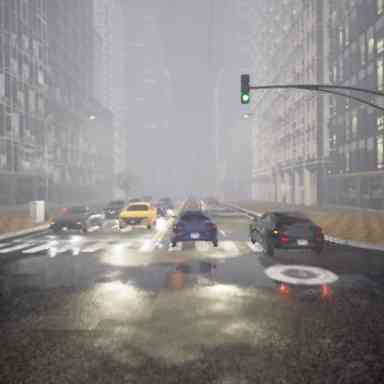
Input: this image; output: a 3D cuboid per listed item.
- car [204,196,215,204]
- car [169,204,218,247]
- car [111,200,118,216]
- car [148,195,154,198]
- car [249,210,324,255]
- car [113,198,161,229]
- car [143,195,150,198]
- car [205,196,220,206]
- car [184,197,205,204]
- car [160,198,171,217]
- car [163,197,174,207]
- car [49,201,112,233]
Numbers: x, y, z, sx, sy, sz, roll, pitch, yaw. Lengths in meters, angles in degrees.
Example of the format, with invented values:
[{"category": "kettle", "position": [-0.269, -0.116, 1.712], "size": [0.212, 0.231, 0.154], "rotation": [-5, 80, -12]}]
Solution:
[{"category": "car", "position": [3.264, 1.391, 62.706], "size": [1.994, 1.385, 4.181], "rotation": [-1, 0, 0]}, {"category": "car", "position": [0.104, 1.429, 14.356], "size": [1.812, 1.442, 4.674], "rotation": [0, 0, 0]}, {"category": "car", "position": [-6.579, 1.468, 29.632], "size": [1.837, 1.490, 4.892], "rotation": [-1, 0, 0]}, {"category": "car", "position": [-6.493, 1.294, 48.910], "size": [2.097, 1.767, 4.553], "rotation": [-1, 0, 0]}, {"category": "car", "position": [3.353, 1.388, 12.392], "size": [1.812, 1.442, 4.674], "rotation": [0, -1, 0]}, {"category": "car", "position": [-3.346, 1.417, 21.286], "size": [1.882, 1.535, 5.008], "rotation": [-1, 0, 0]}, {"category": "car", "position": [-6.519, 1.458, 38.986], "size": [1.837, 1.490, 4.892], "rotation": [-1, 0, 0]}, {"category": "car", "position": [3.261, 1.443, 52.536], "size": [1.895, 1.301, 4.718], "rotation": [-1, 0, 0]}, {"category": "car", "position": [0.107, 1.493, 35.378], "size": [1.895, 1.301, 4.718], "rotation": [-1, 0, 0]}, {"category": "car", "position": [-3.325, 1.532, 30.665], "size": [1.895, 1.301, 4.718], "rotation": [-1, 0, 0]}, {"category": "car", "position": [-3.245, 1.397, 41.192], "size": [1.882, 1.535, 5.008], "rotation": [-1, 0, 0]}, {"category": "car", "position": [-6.600, 1.520, 19.894], "size": [2.033, 1.411, 5.357], "rotation": [-1, 0, 0]}]
